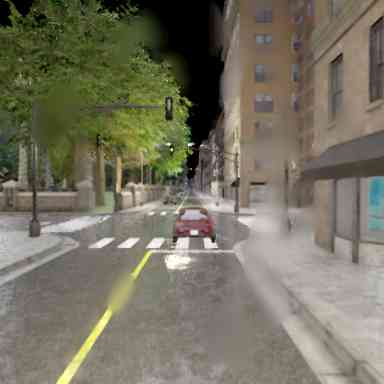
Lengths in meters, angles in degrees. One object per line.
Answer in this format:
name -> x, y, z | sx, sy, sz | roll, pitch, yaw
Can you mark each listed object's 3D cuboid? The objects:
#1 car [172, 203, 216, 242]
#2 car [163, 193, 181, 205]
car -> 0.090, 1.408, 15.415 | 1.812, 1.442, 4.674 | 0, 0, 0
car -> -3.099, 1.141, 48.437 | 2.033, 1.411, 5.357 | 0, 1, 0
